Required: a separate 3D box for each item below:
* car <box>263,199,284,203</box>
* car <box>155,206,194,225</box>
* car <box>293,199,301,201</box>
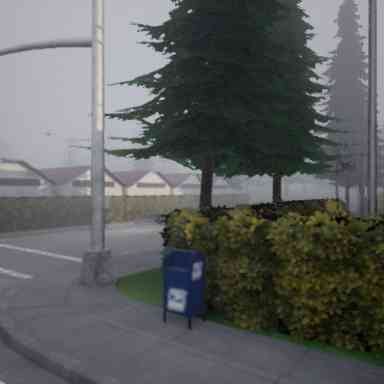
[{"bbox_3d":[9.593,1.561,39.260,2.097,1.767,4.553,0,0,36],"label":"car"},{"bbox_3d":[-0.667,1.757,25.149,1.895,1.301,4.718,0,0,36],"label":"car"},{"bbox_3d":[17.052,1.744,53.915,1.895,1.301,4.718,0,0,-13],"label":"car"}]
